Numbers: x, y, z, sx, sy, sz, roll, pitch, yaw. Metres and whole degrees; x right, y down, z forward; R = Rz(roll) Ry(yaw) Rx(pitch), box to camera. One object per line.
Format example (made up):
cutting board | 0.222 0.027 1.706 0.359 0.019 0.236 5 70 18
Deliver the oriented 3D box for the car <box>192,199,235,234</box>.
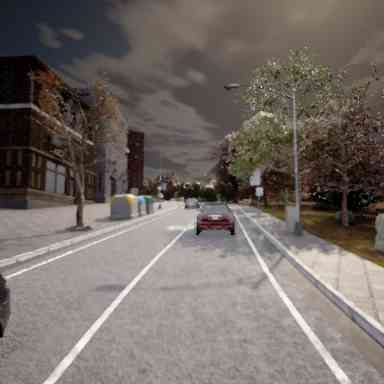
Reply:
car | 1.398 1.391 19.492 2.097 1.767 4.553 0 0 5

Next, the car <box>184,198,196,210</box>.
car | 0.005 1.624 46.226 2.128 1.511 4.902 0 0 4

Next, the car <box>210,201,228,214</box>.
car | 3.016 1.689 37.290 1.895 1.301 4.718 0 0 5

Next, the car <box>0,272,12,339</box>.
car | -3.461 1.492 2.640 2.128 1.511 4.902 0 0 2
